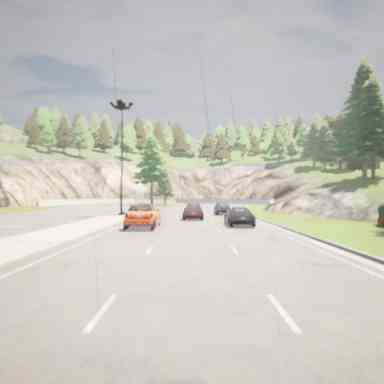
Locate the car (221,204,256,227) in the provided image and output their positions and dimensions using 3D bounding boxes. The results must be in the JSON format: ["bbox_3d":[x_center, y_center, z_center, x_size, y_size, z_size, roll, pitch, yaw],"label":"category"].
[{"bbox_3d":[3.599,1.842,25.511,1.994,1.385,4.181,0,-1,0],"label":"car"}]

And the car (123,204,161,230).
[{"bbox_3d":[-3.401,1.607,23.426,2.097,1.767,4.553,0,-1,0],"label":"car"}]

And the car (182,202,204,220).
[{"bbox_3d":[0.098,1.908,31.556,1.994,1.385,4.181,0,-1,0],"label":"car"}]

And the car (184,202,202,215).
[{"bbox_3d":[0.198,1.998,41.398,2.033,1.411,5.357,0,-1,2],"label":"car"}]

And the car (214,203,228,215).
[{"bbox_3d":[3.655,1.983,40.015,2.033,1.411,5.357,0,-1,1],"label":"car"}]
